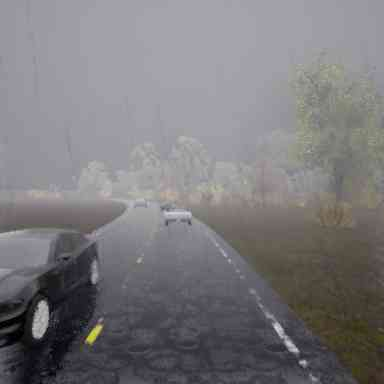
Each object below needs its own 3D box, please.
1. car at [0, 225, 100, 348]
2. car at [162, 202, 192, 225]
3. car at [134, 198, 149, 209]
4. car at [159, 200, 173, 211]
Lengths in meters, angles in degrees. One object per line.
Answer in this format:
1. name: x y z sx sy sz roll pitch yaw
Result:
1. car: -3.252 1.502 6.614 1.882 1.535 5.008 0 0 -2
2. car: -1.119 1.671 24.941 1.895 1.301 4.718 0 0 -5
3. car: -7.536 1.668 48.951 1.812 1.442 4.674 0 0 -10
4. car: -3.191 1.720 42.094 1.895 1.301 4.718 0 0 -9
